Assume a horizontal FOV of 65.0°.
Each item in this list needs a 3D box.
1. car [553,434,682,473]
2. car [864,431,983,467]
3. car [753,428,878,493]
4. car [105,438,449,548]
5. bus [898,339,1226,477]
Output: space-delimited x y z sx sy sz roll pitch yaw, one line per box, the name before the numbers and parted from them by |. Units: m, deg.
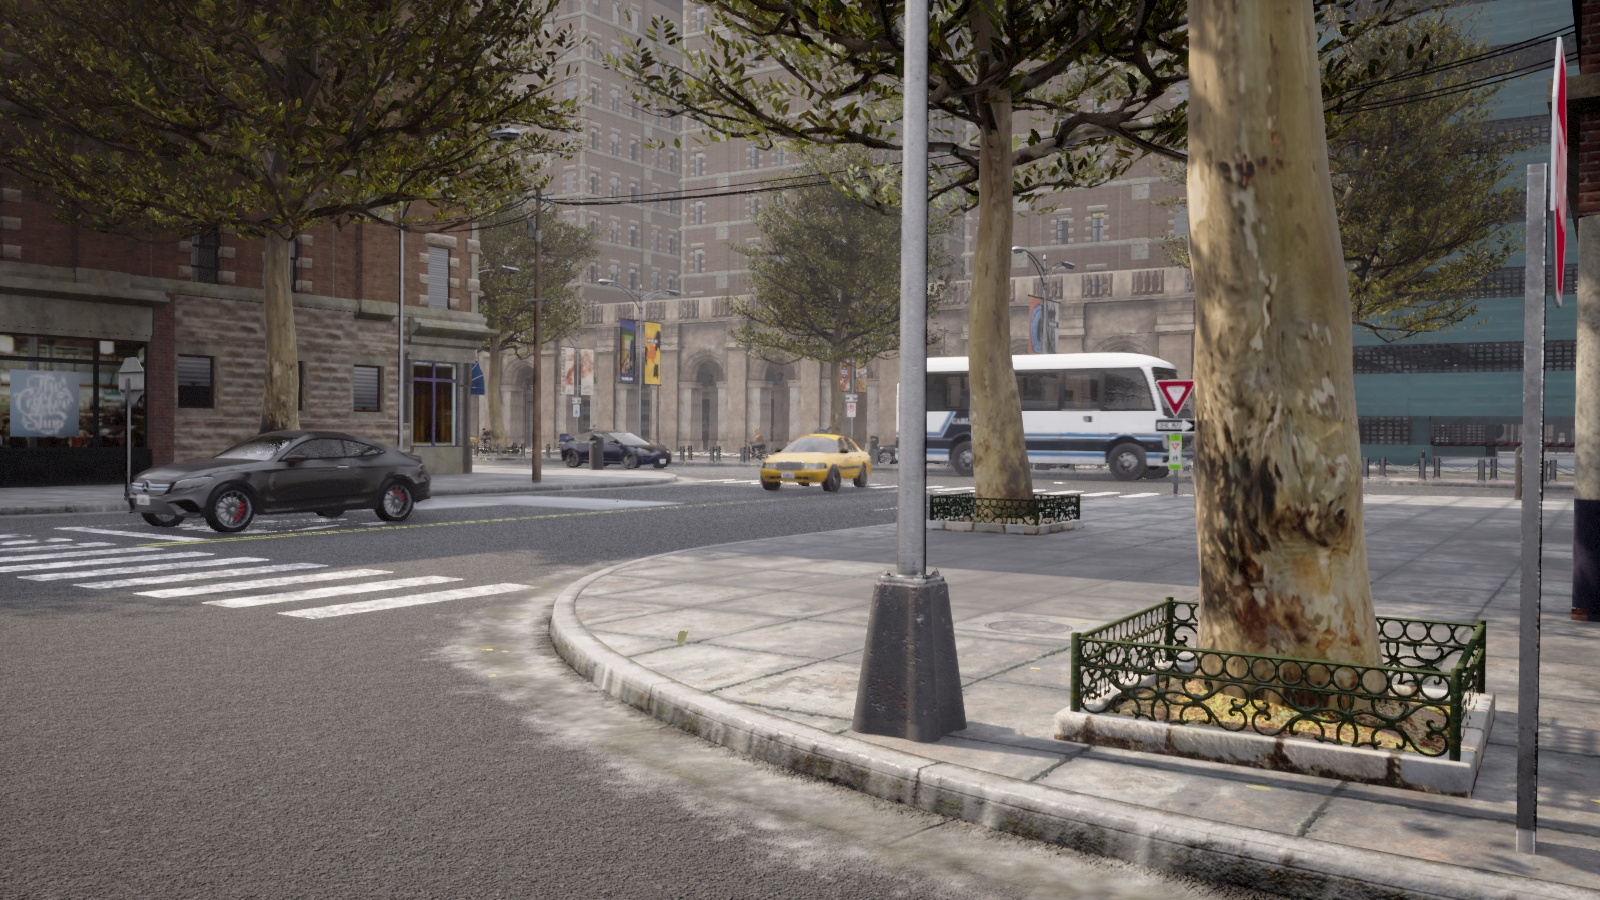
car | -7.238 0.119 49.608 4.792 1.488 2.163 0 1 33
car | 5.398 -0.064 55.062 4.892 1.490 1.837 0 1 33
car | 0.526 0.215 33.017 1.801 1.575 5.366 0 1 17
car | -7.846 0.564 19.342 1.812 1.442 4.674 0 1 33
bus | 8.858 -1.315 43.189 10.273 4.253 3.944 0 1 33
